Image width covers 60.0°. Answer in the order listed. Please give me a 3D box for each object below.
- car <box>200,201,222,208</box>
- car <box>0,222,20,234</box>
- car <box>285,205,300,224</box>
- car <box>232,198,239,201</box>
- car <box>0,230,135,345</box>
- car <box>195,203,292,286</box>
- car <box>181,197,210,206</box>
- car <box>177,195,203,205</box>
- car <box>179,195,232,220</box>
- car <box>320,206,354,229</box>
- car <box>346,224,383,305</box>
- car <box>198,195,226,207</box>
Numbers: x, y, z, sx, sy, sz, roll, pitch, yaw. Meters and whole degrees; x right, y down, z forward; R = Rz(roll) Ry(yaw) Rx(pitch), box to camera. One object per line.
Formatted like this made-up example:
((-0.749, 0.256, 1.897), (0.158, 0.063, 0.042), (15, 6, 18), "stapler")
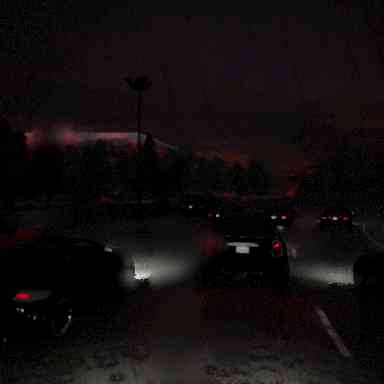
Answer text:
((2.760, 1.604, 23.889), (2.033, 1.411, 5.357), (0, 0, 25), "car")
((-5.789, 1.344, 8.514), (2.097, 1.767, 4.553), (0, 0, 11), "car")
((6.170, 1.616, 22.945), (2.033, 1.411, 5.357), (0, 0, 25), "car")
((6.043, 1.649, 52.500), (4.674, 1.442, 1.812), (0, 0, -45), "car")
((-2.644, 1.567, 6.596), (1.994, 1.385, 4.181), (0, 0, 10), "car")
((1.620, 1.376, 9.840), (2.097, 1.767, 4.553), (0, 0, 12), "car")
((0.640, 1.588, 57.023), (1.882, 1.535, 5.008), (0, 0, 45), "car")
((-0.308, 1.466, 60.951), (4.553, 1.767, 2.097), (0, 0, -44), "car")
((1.165, 1.280, 28.469), (2.150, 2.045, 5.566), (0, 0, 28), "car")
((9.595, 1.628, 22.000), (2.033, 1.411, 5.357), (0, 0, 26), "car")
((4.265, 1.553, 5.598), (1.812, 1.442, 4.674), (0, 0, 10), "car")
((3.330, 1.468, 54.707), (4.553, 1.767, 2.097), (0, 0, -45), "car")
